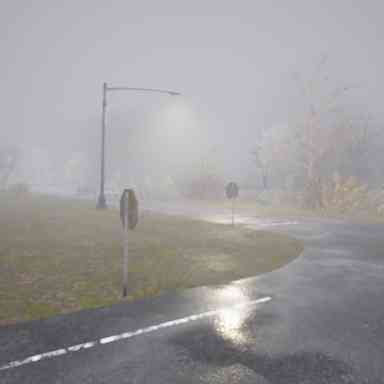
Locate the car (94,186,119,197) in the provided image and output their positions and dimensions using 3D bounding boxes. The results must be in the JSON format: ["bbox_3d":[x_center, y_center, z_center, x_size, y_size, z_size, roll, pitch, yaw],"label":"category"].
[{"bbox_3d":[-12.930,0.093,50.976,1.895,1.301,4.718,1,1,-36],"label":"car"}]

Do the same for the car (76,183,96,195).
[{"bbox_3d":[-18.747,-0.609,59.100,2.150,2.045,5.566,1,1,-36],"label":"car"}]
